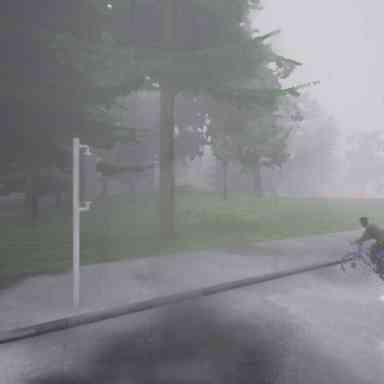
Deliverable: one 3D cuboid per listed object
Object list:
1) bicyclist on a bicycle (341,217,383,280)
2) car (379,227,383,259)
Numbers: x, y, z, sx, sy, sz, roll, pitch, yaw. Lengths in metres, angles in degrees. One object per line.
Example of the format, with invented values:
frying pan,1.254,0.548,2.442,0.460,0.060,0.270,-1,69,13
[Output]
bicyclist on a bicycle,4.520,1.455,8.353,0.582,1.620,1.656,0,-2,-37
car,8.220,1.222,10.727,5.566,2.045,2.150,0,0,-37
